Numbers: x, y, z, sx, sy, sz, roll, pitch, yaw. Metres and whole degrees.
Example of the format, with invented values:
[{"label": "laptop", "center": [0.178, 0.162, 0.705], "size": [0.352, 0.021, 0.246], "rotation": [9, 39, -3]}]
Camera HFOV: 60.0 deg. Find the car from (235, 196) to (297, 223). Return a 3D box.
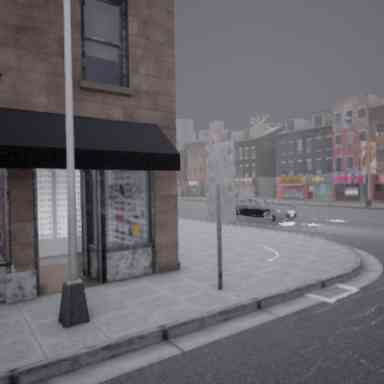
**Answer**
[{"label": "car", "center": [4.214, 1.021, 20.721], "size": [2.128, 1.511, 4.902], "rotation": [-2, 1, -36]}]
